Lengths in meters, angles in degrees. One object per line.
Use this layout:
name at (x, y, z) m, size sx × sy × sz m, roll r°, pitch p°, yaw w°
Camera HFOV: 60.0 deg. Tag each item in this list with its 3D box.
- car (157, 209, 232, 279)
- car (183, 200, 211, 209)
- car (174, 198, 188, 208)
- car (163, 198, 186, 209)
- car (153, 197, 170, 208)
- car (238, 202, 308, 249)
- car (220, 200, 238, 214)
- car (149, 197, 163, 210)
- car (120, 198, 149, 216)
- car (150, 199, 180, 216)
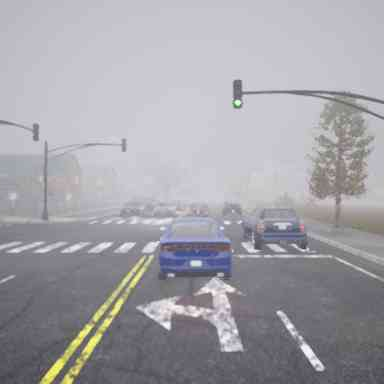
car at (0.019, 1.505, 10.149) m, size 1.882 × 1.535 × 5.008 m, roll 0°, pitch 0°, yaw -2°
car at (0.598, 1.635, 28.397) m, size 2.033 × 1.411 × 5.357 m, roll 0°, pitch 0°, yaw 2°
car at (-1.661, 1.716, 52.968) m, size 1.812 × 1.442 × 4.674 m, roll 0°, pitch 0°, yaw 4°
car at (-2.253, 1.709, 42.724) m, size 1.994 × 1.385 × 4.181 m, roll 0°, pitch 0°, yaw 3°
car at (-4.862, 1.675, 53.744) m, size 1.882 × 1.535 × 5.008 m, roll 0°, pitch 0°, yaw 4°
car at (3.520, 1.393, 14.919) m, size 2.097 × 1.767 × 4.553 m, roll 0°, pitch 0°, yaw 1°
car at (4.087, 1.614, 34.761) m, size 1.837 × 1.490 × 4.892 m, roll 0°, pitch 0°, yaw 2°
car at (-5.475, 1.502, 43.343) m, size 2.097 × 1.767 × 4.553 m, roll 0°, pitch 0°, yaw 3°
car at (-5.914, 1.616, 33.496) m, size 1.837 × 1.490 × 4.892 m, roll 0°, pitch 0°, yaw 2°
car at (-2.659, 1.710, 33.640) m, size 1.895 × 1.301 × 4.718 m, roll 0°, pitch 0°, yaw 2°
